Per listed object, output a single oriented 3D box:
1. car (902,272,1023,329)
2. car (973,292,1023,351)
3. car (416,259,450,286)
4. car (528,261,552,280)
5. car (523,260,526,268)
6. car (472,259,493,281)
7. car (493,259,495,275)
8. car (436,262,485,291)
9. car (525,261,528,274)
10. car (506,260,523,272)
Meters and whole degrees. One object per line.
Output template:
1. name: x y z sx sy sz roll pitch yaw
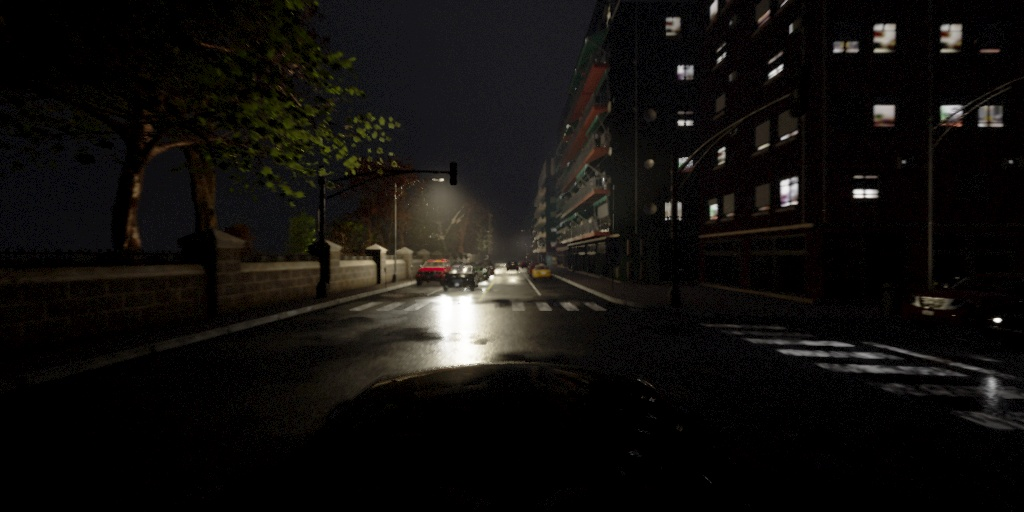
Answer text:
1. car: 14.596 1.378 10.427 5.009 1.841 2.192 0 0 0
2. car: 13.702 1.647 7.834 4.718 1.301 1.895 1 0 0
3. car: -5.696 1.183 27.009 2.192 1.841 5.009 0 0 0
4. car: 2.683 1.422 32.716 1.751 1.417 4.829 0 0 0
5. car: 2.681 1.503 43.617 2.007 1.370 4.403 0 0 0
6. car: -3.107 1.248 32.409 2.097 1.767 4.553 0 0 0
7. car: -3.101 1.298 42.230 2.097 1.767 4.553 0 0 0
8. car: -3.113 1.339 22.616 2.128 1.511 4.902 0 0 -1
9. car: 2.682 1.469 38.081 1.888 1.381 4.507 0 0 0
10. car: 0.088 1.548 52.793 2.033 1.411 5.357 0 0 -1
